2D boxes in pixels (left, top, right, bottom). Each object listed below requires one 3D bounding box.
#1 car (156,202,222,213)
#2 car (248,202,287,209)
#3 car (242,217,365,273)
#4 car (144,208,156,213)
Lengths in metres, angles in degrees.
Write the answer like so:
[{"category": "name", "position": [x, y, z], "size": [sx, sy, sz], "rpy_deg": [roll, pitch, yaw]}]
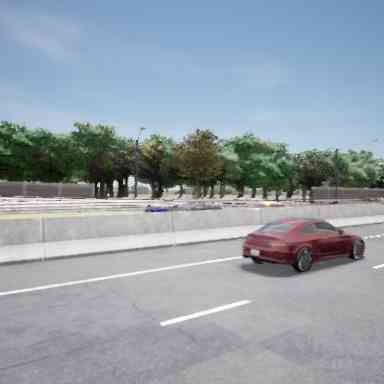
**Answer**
[{"category": "car", "position": [0.119, 1.505, 25.565], "size": [4.902, 1.511, 2.128], "rpy_deg": [0, 0, -35]}, {"category": "car", "position": [5.538, 1.500, 25.119], "size": [5.008, 1.535, 1.882], "rpy_deg": [0, 0, -35]}, {"category": "car", "position": [3.641, 1.532, 10.661], "size": [4.674, 1.442, 1.812], "rpy_deg": [0, 0, -36]}, {"category": "car", "position": [-1.689, 1.615, 28.577], "size": [4.718, 1.301, 1.895], "rpy_deg": [0, 0, -35]}]
